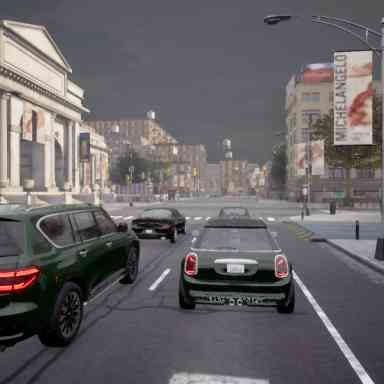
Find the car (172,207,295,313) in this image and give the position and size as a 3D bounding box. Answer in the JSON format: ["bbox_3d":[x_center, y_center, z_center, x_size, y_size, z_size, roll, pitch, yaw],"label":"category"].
[{"bbox_3d":[1.009,1.352,7.903,2.097,1.767,4.553,0,0,7],"label":"car"}]

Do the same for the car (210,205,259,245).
[{"bbox_3d":[2.136,1.489,16.752,2.128,1.511,4.902,0,0,7],"label":"car"}]

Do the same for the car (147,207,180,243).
[{"bbox_3d":[-1.459,1.478,16.207,1.882,1.535,5.008,0,0,7],"label":"car"}]

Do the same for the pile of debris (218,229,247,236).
[{"bbox_3d":[2.192,2.175,17.989,1.500,0.140,1.860,0,0,8],"label":"pile of debris"}]

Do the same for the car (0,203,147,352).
[{"bbox_3d":[-2.671,1.221,6.533,2.150,2.045,5.566,0,0,6],"label":"car"}]
